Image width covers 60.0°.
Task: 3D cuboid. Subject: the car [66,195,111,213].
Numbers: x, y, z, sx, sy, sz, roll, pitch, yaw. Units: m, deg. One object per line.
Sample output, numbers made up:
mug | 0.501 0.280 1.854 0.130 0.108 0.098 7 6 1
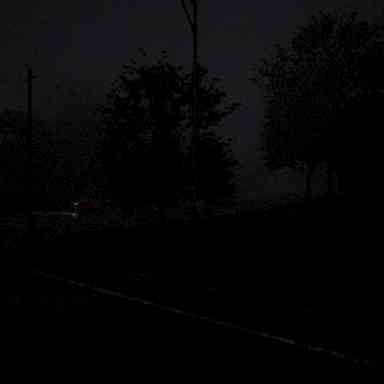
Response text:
car | -10.875 1.154 34.899 2.097 1.767 4.553 0 1 38

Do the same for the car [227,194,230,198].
car | 4.653 0.326 54.410 2.128 1.511 4.902 0 3 39
